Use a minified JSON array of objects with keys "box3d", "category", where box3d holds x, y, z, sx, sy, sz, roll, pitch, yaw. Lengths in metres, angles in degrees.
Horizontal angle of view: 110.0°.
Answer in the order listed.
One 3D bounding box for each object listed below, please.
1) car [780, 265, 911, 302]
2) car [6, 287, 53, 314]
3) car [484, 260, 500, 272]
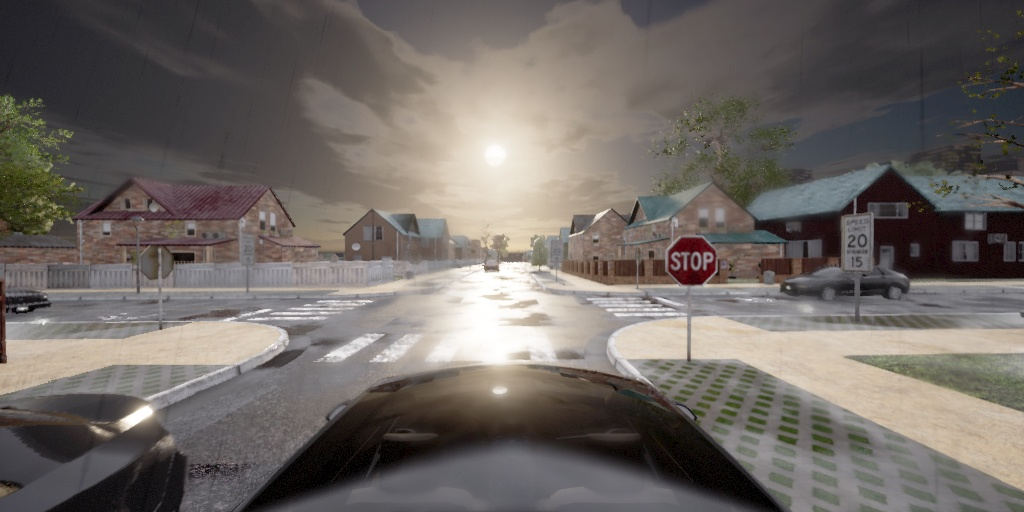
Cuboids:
[{"box3d":[14.617,1.158,15.858,4.892,1.490,1.837,0,1,-2],"category":"car"},{"box3d":[-19.263,1.407,12.108,5.357,1.411,2.033,0,1,-1],"category":"car"},{"box3d":[-2.665,1.310,47.857,1.882,1.535,5.008,0,0,0],"category":"car"}]
